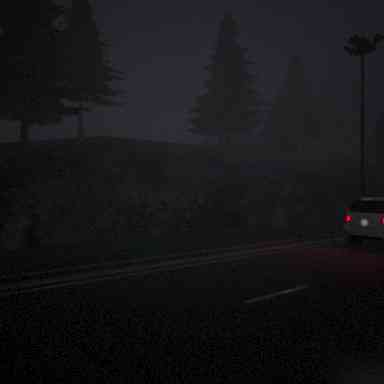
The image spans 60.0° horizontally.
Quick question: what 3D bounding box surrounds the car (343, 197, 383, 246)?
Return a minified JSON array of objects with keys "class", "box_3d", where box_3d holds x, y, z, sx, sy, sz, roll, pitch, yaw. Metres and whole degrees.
[{"class":"car","box_3d":[8.789,1.243,14.305,5.566,2.045,2.150,0,0,-36]}]
